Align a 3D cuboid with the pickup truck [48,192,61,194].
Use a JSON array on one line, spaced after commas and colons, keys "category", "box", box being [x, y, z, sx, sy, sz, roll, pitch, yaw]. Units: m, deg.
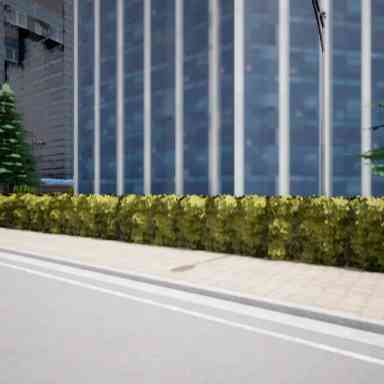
[{"category": "pickup truck", "box": [-29.255, 1.028, 71.572, 6.274, 2.098, 2.390, 0, 0, -24]}]
